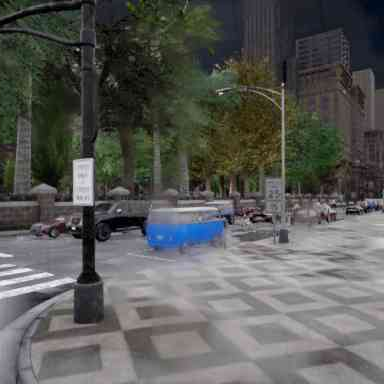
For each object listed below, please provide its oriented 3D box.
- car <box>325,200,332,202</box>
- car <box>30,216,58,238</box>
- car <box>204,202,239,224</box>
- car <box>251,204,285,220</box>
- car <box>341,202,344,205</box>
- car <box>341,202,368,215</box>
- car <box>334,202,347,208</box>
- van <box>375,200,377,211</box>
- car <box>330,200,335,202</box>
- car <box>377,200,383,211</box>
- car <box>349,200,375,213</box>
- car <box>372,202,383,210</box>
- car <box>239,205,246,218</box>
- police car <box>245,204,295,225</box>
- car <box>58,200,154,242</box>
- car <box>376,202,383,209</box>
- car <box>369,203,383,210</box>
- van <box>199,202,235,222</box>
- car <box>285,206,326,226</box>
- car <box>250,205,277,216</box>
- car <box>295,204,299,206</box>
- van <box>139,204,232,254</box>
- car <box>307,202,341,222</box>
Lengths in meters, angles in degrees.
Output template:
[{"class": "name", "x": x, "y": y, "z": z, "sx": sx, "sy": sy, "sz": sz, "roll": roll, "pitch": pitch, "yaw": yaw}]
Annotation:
[{"class": "car", "x": 25.049, "y": 2.742, "z": 64.114, "sx": 1.802, "sy": 1.307, "sz": 4.206, "roll": -1, "pitch": -2, "yaw": 36}, {"class": "car", "x": -7.085, "y": 1.836, "z": 19.189, "sx": 1.802, "sy": 1.307, "sz": 4.206, "roll": -1, "pitch": -2, "yaw": 36}, {"class": "car", "x": 1.591, "y": 1.777, "z": 26.721, "sx": 2.097, "sy": 1.767, "sz": 4.553, "roll": 0, "pitch": -1, "yaw": 36}, {"class": "car", "x": 8.276, "y": 2.117, "z": 36.043, "sx": 1.837, "sy": 1.490, "sz": 4.892, "roll": 0, "pitch": -1, "yaw": 36}, {"class": "car", "x": 31.476, "y": 2.900, "z": 73.100, "sx": 1.947, "sy": 1.339, "sz": 4.313, "roll": -1, "pitch": -2, "yaw": 36}, {"class": "car", "x": 22.349, "y": 2.412, "z": 45.687, "sx": 1.947, "sy": 1.339, "sz": 4.313, "roll": -2, "pitch": -2, "yaw": 36}, {"class": "car", "x": 34.690, "y": 2.985, "z": 77.593, "sx": 1.947, "sy": 1.339, "sz": 4.313, "roll": -1, "pitch": -2, "yaw": 36}, {"class": "van", "x": 28.774, "y": 2.368, "z": 54.677, "sx": 1.690, "sy": 1.788, "sz": 3.998, "roll": -2, "pitch": -2, "yaw": 36}, {"class": "car", "x": 28.261, "y": 2.563, "z": 68.614, "sx": 2.192, "sy": 1.841, "sz": 5.009, "roll": -1, "pitch": -2, "yaw": 36}, {"class": "car", "x": 31.987, "y": 2.431, "z": 59.170, "sx": 2.192, "sy": 1.841, "sz": 5.009, "roll": -2, "pitch": -2, "yaw": 36}, {"class": "car", "x": 25.559, "y": 2.252, "z": 50.185, "sx": 2.192, "sy": 1.841, "sz": 5.009, "roll": -2, "pitch": -2, "yaw": 36}, {"class": "car", "x": 38.416, "y": 2.841, "z": 68.149, "sx": 2.008, "sy": 1.369, "sz": 4.403, "roll": -1, "pitch": -2, "yaw": 36}, {"class": "car", "x": 5.768, "y": 2.163, "z": 37.160, "sx": 1.887, "sy": 1.381, "sz": 4.507, "roll": -1, "pitch": -2, "yaw": 36}, {"class": "police car", "x": 6.836, "y": 1.995, "z": 28.726, "sx": 2.038, "sy": 1.542, "sz": 4.974, "roll": 0, "pitch": -1, "yaw": 36}, {"class": "car", "x": -4.215, "y": 1.482, "z": 18.611, "sx": 2.150, "sy": 2.045, "sz": 5.566, "roll": 0, "pitch": -1, "yaw": 36}, {"class": "car", "x": 41.630, "y": 2.920, "z": 72.642, "sx": 1.887, "sy": 1.381, "sz": 4.507, "roll": -1, "pitch": -2, "yaw": 36}, {"class": "car", "x": 35.203, "y": 2.785, "z": 63.657, "sx": 1.802, "sy": 1.307, "sz": 4.206, "roll": -2, "pitch": -2, "yaw": 36}, {"class": "van", "x": 2.553, "y": 1.869, "z": 32.673, "sx": 1.690, "sy": 1.788, "sz": 3.998, "roll": -1, "pitch": -2, "yaw": 36}, {"class": "car", "x": 9.495, "y": 2.066, "z": 27.716, "sx": 1.802, "sy": 1.307, "sz": 4.206, "roll": -2, "pitch": -2, "yaw": 36}, {"class": "car", "x": 8.981, "y": 2.291, "z": 41.652, "sx": 1.802, "sy": 1.307, "sz": 4.206, "roll": -1, "pitch": -2, "yaw": 36}, {"class": "car", "x": 15.408, "y": 2.472, "z": 50.637, "sx": 1.802, "sy": 1.307, "sz": 4.206, "roll": -1, "pitch": -2, "yaw": 36}, {"class": "van", "x": -0.147, "y": 1.551, "z": 14.245, "sx": 1.690, "sy": 1.788, "sz": 3.998, "roll": -2, "pitch": -2, "yaw": 36}, {"class": "car", "x": 12.707, "y": 2.015, "z": 32.213, "sx": 1.967, "sy": 1.590, "sz": 4.097, "roll": -2, "pitch": -2, "yaw": 36}]
